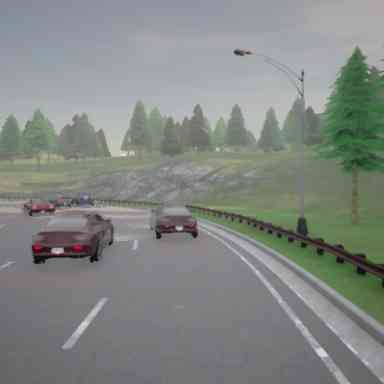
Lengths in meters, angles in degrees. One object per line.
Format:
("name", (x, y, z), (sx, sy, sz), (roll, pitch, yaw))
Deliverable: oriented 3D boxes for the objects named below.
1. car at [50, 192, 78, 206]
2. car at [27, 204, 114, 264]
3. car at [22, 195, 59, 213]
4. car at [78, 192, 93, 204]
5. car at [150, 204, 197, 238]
("car", (-14.256, 0.956, 34.882), (2.128, 1.511, 4.902), (0, 1, -43))
("car", (-3.778, 1.354, 11.106), (1.812, 1.442, 4.674), (0, 1, -5))
("car", (-12.679, 1.180, 27.356), (1.895, 1.301, 4.718), (0, 1, -34))
("car", (-13.522, 0.752, 39.082), (4.553, 1.767, 2.097), (1, 2, 45))
("car", (-0.969, 1.279, 15.937), (1.812, 1.442, 4.674), (0, 1, -11))
